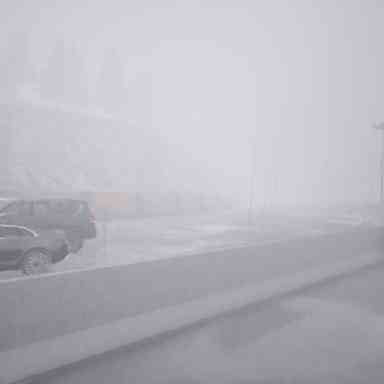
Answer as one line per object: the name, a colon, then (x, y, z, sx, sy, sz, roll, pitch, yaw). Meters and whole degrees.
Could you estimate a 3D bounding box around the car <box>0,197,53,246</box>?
car: (-9.349, 1.254, 14.635, 5.566, 2.045, 2.150, 1, 0, -38)

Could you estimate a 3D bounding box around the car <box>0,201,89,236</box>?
car: (-8.733, 1.427, 19.721, 4.553, 1.767, 2.097, 1, -1, -42)

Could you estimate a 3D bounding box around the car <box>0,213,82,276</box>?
car: (-5.761, 1.509, 8.681, 4.902, 1.511, 2.128, 1, 0, -38)

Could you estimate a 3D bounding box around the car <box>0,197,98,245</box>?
car: (-6.389, 1.262, 12.520, 5.566, 2.045, 2.150, 1, 0, -38)
